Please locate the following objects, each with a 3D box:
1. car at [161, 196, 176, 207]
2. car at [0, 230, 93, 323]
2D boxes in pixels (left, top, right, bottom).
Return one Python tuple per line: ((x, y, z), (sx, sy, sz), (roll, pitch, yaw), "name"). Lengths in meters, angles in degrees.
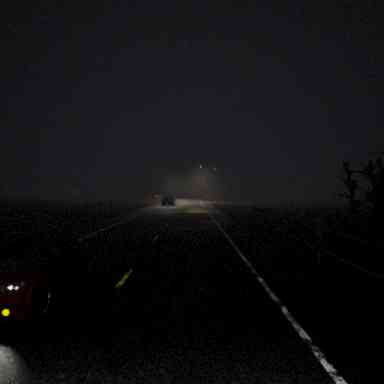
((-3.569, 1.437, 50.545), (1.837, 1.490, 4.892), (0, 0, 0), "car")
((-3.599, 1.554, 7.141), (1.994, 1.385, 4.181), (0, 0, 0), "car")
